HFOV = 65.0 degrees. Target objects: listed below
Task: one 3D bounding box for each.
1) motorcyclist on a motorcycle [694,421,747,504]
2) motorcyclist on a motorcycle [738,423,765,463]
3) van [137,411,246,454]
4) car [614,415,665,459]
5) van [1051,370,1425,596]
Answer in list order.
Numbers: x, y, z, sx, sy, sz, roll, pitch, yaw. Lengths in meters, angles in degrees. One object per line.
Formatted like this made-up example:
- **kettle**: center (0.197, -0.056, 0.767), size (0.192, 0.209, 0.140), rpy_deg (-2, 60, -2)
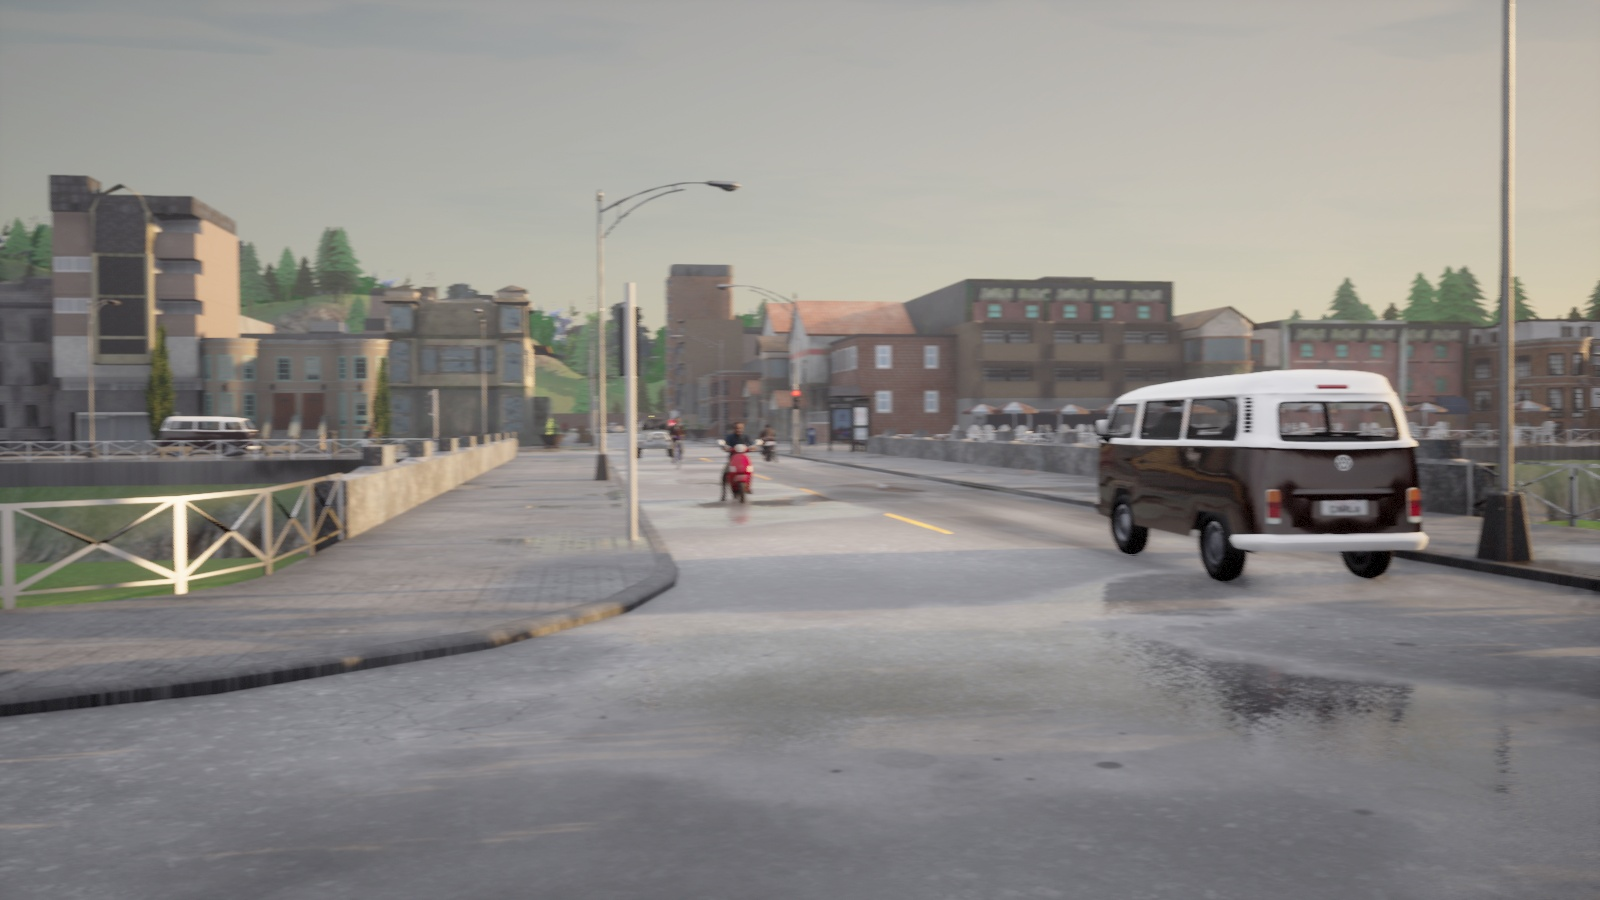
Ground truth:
- **motorcyclist on a motorcycle**: center (-1.594, 0.223, 25.010), size (0.866, 1.590, 1.817), rpy_deg (0, 1, -10)
- **motorcyclist on a motorcycle**: center (-1.891, -0.274, 48.842), size (0.797, 1.523, 2.044), rpy_deg (0, 1, -10)
- **van**: center (-30.147, -0.870, 62.315), size (4.480, 2.038, 2.069), rpy_deg (1, 1, -10)
- **car**: center (-7.182, -0.603, 55.939), size (1.932, 1.855, 4.605), rpy_deg (0, 1, -11)
- **van**: center (4.458, 0.250, 13.690), size (2.069, 2.038, 4.480), rpy_deg (0, 1, -7)
